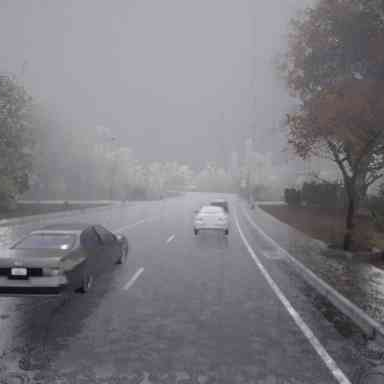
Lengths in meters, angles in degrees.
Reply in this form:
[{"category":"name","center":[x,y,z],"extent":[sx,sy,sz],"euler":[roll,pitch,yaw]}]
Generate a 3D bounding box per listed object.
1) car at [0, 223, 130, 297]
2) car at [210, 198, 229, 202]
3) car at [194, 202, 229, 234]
[{"category":"car","center":[-3.110,1.538,8.721],"extent":[2.033,1.411,5.357],"euler":[0,0,3]},{"category":"car","center":[2.950,1.406,36.144],"extent":[1.882,1.535,5.008],"euler":[0,0,7]},{"category":"car","center":[1.141,1.518,19.014],"extent":[1.812,1.442,4.674],"euler":[0,0,5]}]
